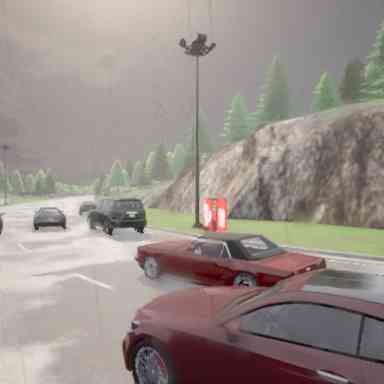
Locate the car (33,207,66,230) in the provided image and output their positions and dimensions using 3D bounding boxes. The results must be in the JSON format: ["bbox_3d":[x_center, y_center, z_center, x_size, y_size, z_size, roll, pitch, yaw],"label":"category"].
[{"bbox_3d":[-9.824,1.732,22.934,1.994,1.385,4.181,0,0,-25],"label":"car"}]

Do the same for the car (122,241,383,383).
[{"bbox_3d":[1.346,1.556,3.339,4.674,1.442,1.812,0,0,37],"label":"car"}]

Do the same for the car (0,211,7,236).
[{"bbox_3d":[-11.759,1.626,18.946,2.128,1.511,4.902,0,0,-27],"label":"car"}]

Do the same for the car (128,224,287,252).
[{"bbox_3d":[0.675,1.669,8.310,4.718,1.301,1.895,0,-1,42],"label":"car"}]

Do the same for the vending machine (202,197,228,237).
[{"bbox_3d":[1.260,1.343,18.337,1.100,2.100,0.880,0,-1,-38],"label":"vending machine"}]

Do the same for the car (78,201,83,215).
[{"bbox_3d":[-12.010,1.789,38.190,1.837,1.490,4.892,0,0,-20],"label":"car"}]

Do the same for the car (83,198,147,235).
[{"bbox_3d":[-4.624,1.375,20.130,2.150,2.045,5.566,0,0,-32],"label":"car"}]
